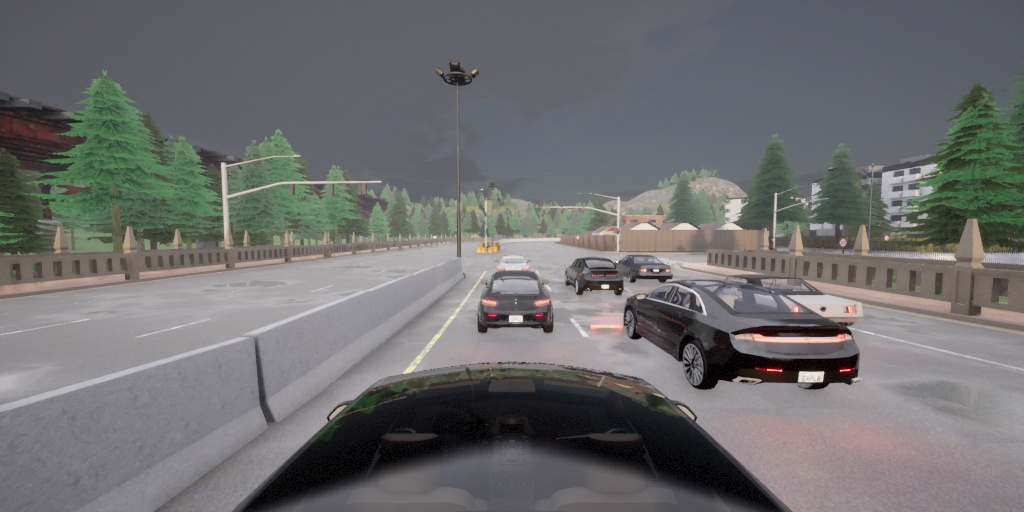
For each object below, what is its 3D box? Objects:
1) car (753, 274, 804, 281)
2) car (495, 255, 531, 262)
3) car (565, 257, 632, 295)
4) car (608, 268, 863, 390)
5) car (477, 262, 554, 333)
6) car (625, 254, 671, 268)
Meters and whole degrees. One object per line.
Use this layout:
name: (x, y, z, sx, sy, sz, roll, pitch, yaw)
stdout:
car: (7.082, 1.172, 10.467, 1.895, 1.301, 4.718, 0, 2, 0)
car: (0.059, 0.647, 19.088, 1.812, 1.442, 4.674, 0, 3, 0)
car: (3.568, 0.792, 16.139, 1.837, 1.490, 4.892, 0, 3, 0)
car: (3.586, 1.179, 6.714, 2.128, 1.511, 4.902, 0, 1, 0)
car: (0.080, 1.113, 10.080, 1.812, 1.442, 4.674, 0, 2, 0)
car: (7.092, 0.619, 20.028, 2.033, 1.411, 5.357, 0, 3, 1)
